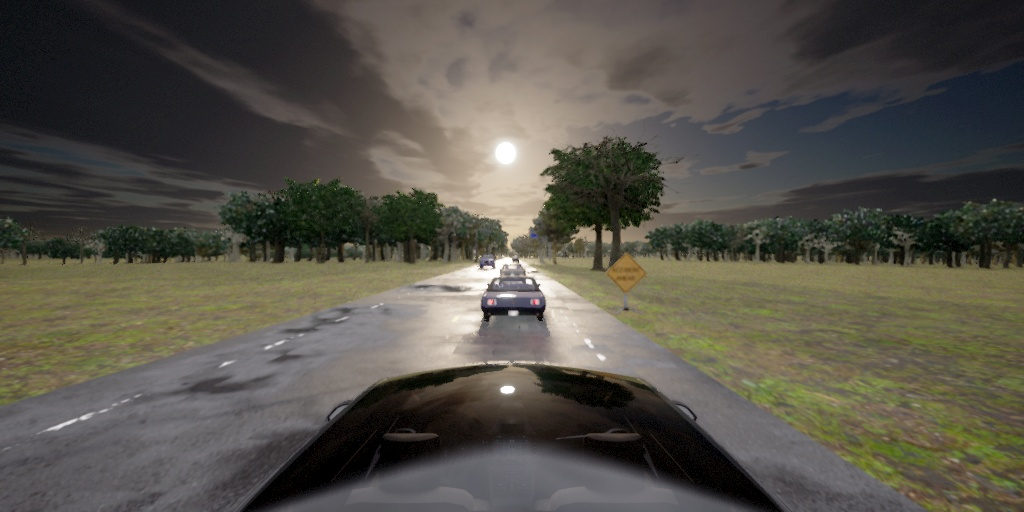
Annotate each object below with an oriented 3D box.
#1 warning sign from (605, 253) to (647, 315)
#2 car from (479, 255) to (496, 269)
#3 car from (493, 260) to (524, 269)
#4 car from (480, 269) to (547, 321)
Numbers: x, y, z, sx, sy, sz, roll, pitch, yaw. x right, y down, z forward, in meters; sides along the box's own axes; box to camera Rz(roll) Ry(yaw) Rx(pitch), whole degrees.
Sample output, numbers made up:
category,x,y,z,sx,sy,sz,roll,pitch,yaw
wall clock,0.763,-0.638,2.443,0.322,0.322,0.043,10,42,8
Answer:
category,x,y,z,sx,sy,sz,roll,pitch,yaw
warning sign,3.547,0.823,11.229,1.300,1.860,1.060,0,0,0
car,-3.580,0.807,52.940,2.150,2.045,5.566,0,0,0
car,0.036,1.198,25.146,2.033,1.411,5.357,0,0,1
car,0.058,1.304,12.213,1.895,1.301,4.718,0,0,0
